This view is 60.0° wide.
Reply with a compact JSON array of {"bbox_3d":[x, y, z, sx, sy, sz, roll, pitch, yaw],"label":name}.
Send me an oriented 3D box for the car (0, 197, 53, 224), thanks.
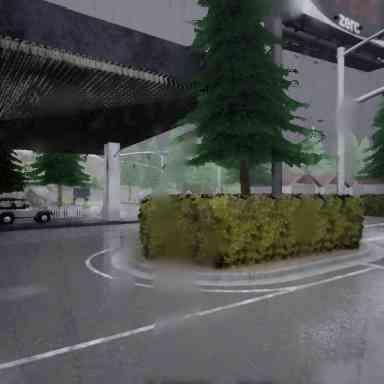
[{"bbox_3d":[-11.993,1.317,23.459,3.866,1.878,1.905,0,0,-36],"label":"car"}]
